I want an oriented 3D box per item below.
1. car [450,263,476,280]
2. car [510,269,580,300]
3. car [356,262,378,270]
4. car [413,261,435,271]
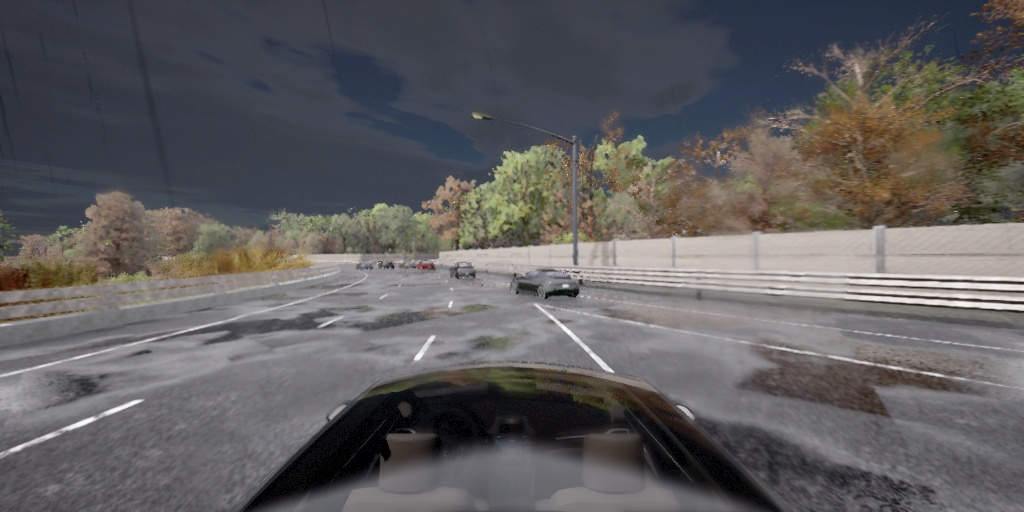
[{"bbox_3d":[-4.652,1.355,33.529,2.128,1.511,4.902,0,0,-18],"label":"car"},{"bbox_3d":[1.536,1.340,18.059,1.994,1.385,4.181,0,0,-27],"label":"car"},{"bbox_3d":[-24.752,1.642,60.250,2.033,1.411,5.357,0,0,-36],"label":"car"},{"bbox_3d":[-13.019,1.462,53.902,1.882,1.535,5.008,0,0,-27],"label":"car"}]
